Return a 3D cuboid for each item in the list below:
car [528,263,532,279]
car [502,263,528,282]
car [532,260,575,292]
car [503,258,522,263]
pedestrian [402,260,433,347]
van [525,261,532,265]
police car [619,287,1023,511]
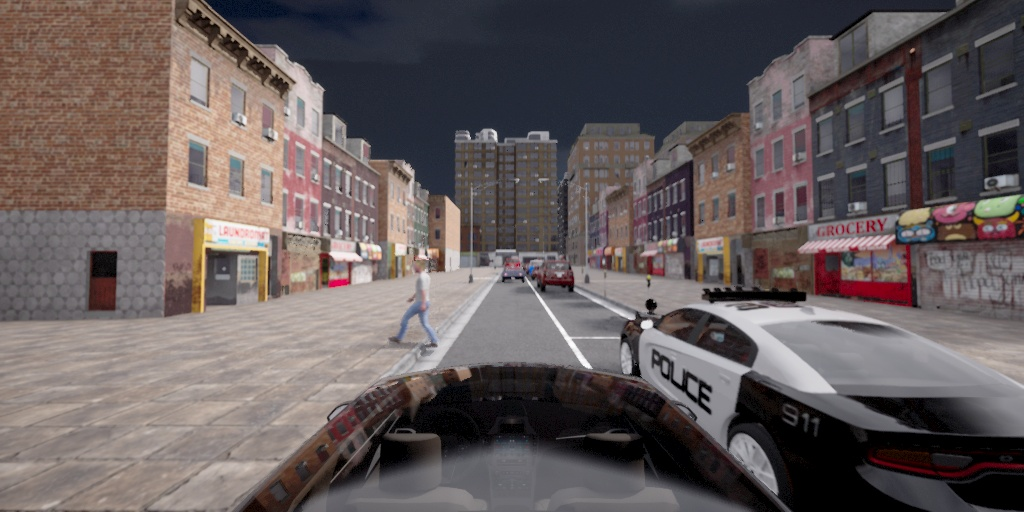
[{"bbox_3d":[2.650,1.551,33.370,1.802,1.307,4.207,0,0,0],"label":"car"},{"bbox_3d":[0.100,1.552,31.300,1.895,1.301,4.718,0,-1,0],"label":"car"},{"bbox_3d":[2.646,1.197,22.495,2.192,1.841,5.009,0,0,0],"label":"car"},{"bbox_3d":[0.091,1.300,44.954,2.150,2.045,5.566,0,0,0],"label":"car"},{"bbox_3d":[-1.917,0.918,7.306,0.375,1.860,0.375,1,-2,0],"label":"pedestrian"},{"bbox_3d":[2.652,1.359,38.807,1.690,1.789,3.998,0,0,0],"label":"van"},{"bbox_3d":[2.750,1.190,4.266,1.930,1.638,5.238,0,0,0],"label":"police car"}]
